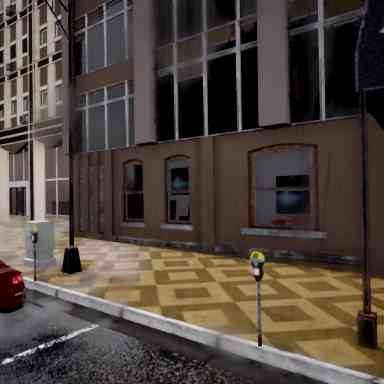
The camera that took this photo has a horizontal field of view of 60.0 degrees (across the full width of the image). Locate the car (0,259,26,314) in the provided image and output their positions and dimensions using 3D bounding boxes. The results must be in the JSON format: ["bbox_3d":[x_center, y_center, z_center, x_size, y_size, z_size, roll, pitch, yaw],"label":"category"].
[{"bbox_3d":[-4.784,1.584,6.300,4.206,1.307,1.802,0,-1,36],"label":"car"}]
